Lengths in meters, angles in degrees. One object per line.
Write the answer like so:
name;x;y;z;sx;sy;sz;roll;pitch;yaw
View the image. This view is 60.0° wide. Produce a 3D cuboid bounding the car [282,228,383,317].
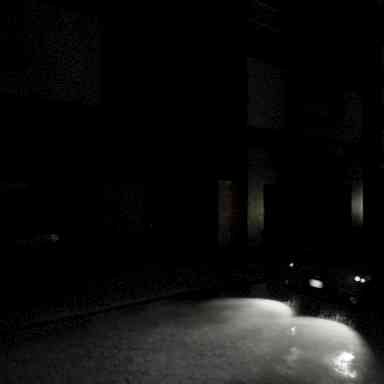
car;3.968;1.542;7.434;4.181;1.385;1.994;0;0;-35
